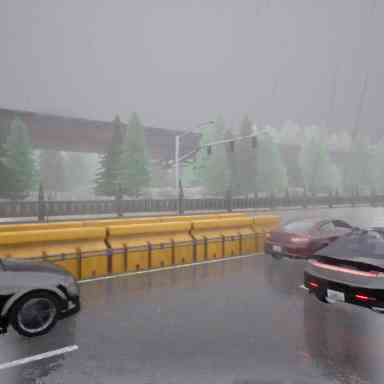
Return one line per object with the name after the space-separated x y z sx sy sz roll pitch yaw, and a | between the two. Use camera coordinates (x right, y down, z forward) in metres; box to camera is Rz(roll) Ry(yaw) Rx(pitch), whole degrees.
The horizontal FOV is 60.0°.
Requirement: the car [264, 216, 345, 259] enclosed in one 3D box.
4.422 1.526 11.234 4.674 1.442 1.812 0 0 -35 | car

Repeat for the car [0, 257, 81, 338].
-3.975 1.564 5.209 4.181 1.385 1.994 0 0 -35 | car

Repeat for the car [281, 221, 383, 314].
4.360 1.491 6.902 4.902 1.511 2.128 0 0 -35 | car
